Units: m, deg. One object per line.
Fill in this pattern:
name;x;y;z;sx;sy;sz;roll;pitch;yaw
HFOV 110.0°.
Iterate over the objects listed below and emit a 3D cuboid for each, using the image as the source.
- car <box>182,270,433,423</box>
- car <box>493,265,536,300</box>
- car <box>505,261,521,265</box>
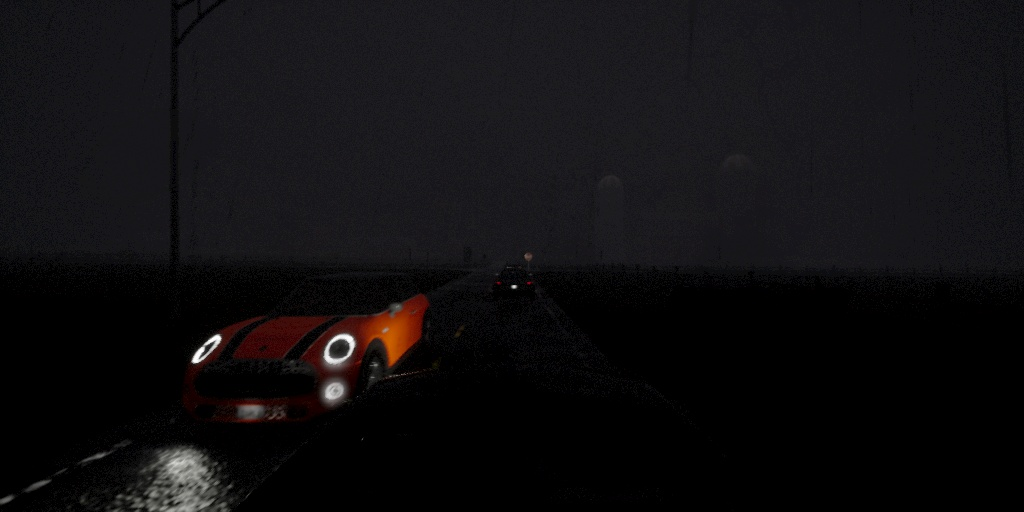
car;-2.830;1.099;6.138;2.097;1.767;4.553;0;0;0
car;0.093;1.306;17.627;1.994;1.385;4.181;0;0;0
car;0.095;1.225;34.034;2.128;1.511;4.902;0;0;0
